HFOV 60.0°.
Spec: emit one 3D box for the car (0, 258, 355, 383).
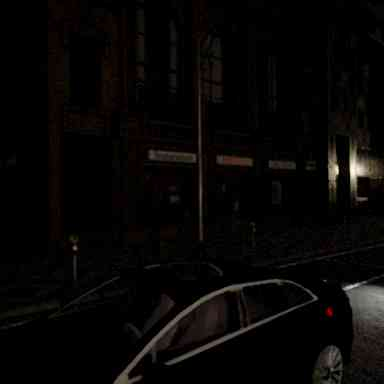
[{"bbox_3d":[-0.206,1.538,3.346,4.902,1.511,2.128,0,-1,-39],"label":"car"}]
